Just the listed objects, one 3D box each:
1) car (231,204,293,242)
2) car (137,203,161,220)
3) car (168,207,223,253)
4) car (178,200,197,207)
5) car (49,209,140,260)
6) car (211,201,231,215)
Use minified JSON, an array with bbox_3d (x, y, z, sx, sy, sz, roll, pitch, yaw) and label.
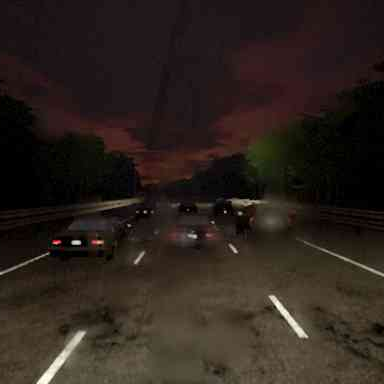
[{"bbox_3d":[3.452,1.403,16.742,2.097,1.767,4.553,0,0,-1],"label":"car"},{"bbox_3d":[-3.783,1.667,28.952,2.033,1.411,5.357,0,0,-1],"label":"car"},{"bbox_3d":[-0.003,1.584,13.840,2.033,1.411,5.357,0,0,-1],"label":"car"},{"bbox_3d":[-0.449,1.631,35.398,1.882,1.535,5.008,0,0,-1],"label":"car"},{"bbox_3d":[-3.493,1.578,12.484,2.033,1.411,5.357,0,0,-1],"label":"car"},{"bbox_3d":[3.082,1.650,33.966,1.837,1.490,4.892,0,0,-2],"label":"car"}]
